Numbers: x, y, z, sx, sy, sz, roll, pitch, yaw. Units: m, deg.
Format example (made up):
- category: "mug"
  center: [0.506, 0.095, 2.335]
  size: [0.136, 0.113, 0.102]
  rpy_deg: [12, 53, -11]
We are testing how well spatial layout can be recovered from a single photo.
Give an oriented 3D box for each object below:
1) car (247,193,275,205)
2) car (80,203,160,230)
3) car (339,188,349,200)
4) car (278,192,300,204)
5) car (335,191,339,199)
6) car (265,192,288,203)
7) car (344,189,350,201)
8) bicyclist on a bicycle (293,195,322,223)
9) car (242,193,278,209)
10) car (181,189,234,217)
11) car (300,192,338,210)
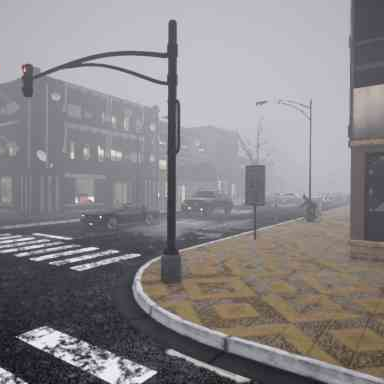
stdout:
- category: "car"
  center: [8.870, 0.821, 42.612]
  size: [1.887, 1.381, 4.507]
  rpy_deg: [2, 2, 35]
- category: "car"
  center: [-4.062, 1.334, 19.289]
  size: [1.895, 1.301, 4.718]
  rpy_deg: [1, 1, 35]
- category: "car"
  center: [24.218, 0.572, 54.545]
  size: [2.033, 1.411, 5.357]
  rpy_deg: [1, 1, 36]
- category: "car"
  center: [12.961, 0.771, 43.792]
  size: [1.812, 1.442, 4.674]
  rpy_deg: [1, 1, 34]
- category: "car"
  center: [18.538, 0.788, 46.308]
  size: [1.895, 1.301, 4.718]
  rpy_deg: [1, 1, 35]
- category: "car"
  center: [12.109, 0.767, 47.234]
  size: [1.802, 1.307, 4.206]
  rpy_deg: [2, 2, 35]
- category: "car"
  center: [25.417, 0.619, 51.680]
  size: [1.887, 1.381, 4.507]
  rpy_deg: [2, 2, 35]
- category: "bicyclist on a bicycle"
  center: [6.785, 1.003, 19.589]
  size: [1.656, 1.620, 0.582]
  rpy_deg: [0, 1, 35]
- category: "car"
  center: [7.088, 1.014, 35.379]
  size: [1.895, 1.301, 4.718]
  rpy_deg: [1, 1, 35]
- category: "car"
  center: [1.379, 0.798, 27.130]
  size: [2.150, 2.045, 5.566]
  rpy_deg: [1, 1, 35]
- category: "car"
  center: [12.658, 0.993, 33.059]
  size: [2.008, 1.369, 4.403]
  rpy_deg: [2, 2, 35]
